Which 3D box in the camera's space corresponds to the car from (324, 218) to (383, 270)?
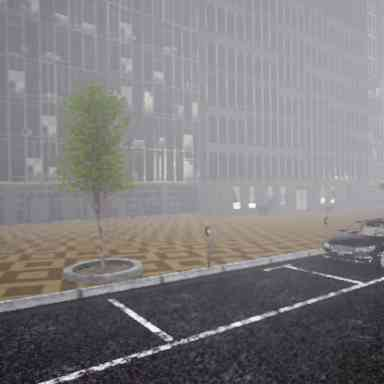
[{"bbox_3d":[6.108,1.559,10.933,4.403,1.369,2.008,0,-1,-35],"label":"car"}]
